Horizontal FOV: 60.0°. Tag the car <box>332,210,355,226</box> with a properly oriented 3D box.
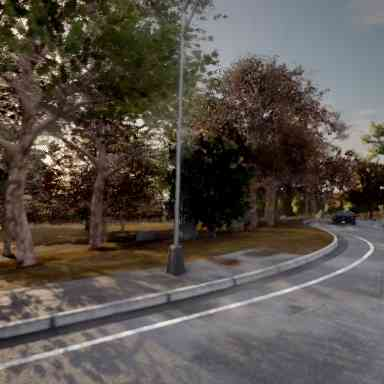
[{"bbox_3d":[14.240,2.408,31.178,1.895,1.301,4.718,1,-1,26],"label":"car"}]
